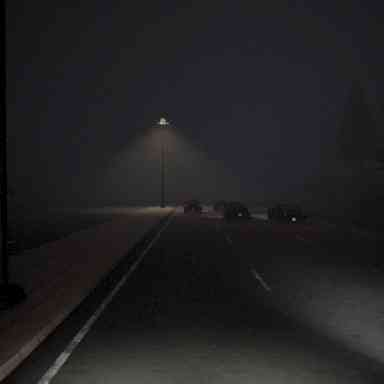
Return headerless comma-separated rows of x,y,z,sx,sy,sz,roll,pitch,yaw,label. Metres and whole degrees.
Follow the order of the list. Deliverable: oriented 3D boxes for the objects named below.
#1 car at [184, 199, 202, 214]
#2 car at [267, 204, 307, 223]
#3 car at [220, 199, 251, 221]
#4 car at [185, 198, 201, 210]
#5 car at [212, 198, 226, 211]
0.100,1.526,35.830,1.812,1.442,4.674,0,0,0,car
7.104,1.601,25.362,1.895,1.301,4.718,0,0,0,car
3.604,1.526,27.173,1.812,1.442,4.674,0,0,0,car
0.107,1.564,44.589,1.994,1.385,4.181,0,0,0,car
3.608,1.491,41.256,2.128,1.511,4.902,0,0,0,car
